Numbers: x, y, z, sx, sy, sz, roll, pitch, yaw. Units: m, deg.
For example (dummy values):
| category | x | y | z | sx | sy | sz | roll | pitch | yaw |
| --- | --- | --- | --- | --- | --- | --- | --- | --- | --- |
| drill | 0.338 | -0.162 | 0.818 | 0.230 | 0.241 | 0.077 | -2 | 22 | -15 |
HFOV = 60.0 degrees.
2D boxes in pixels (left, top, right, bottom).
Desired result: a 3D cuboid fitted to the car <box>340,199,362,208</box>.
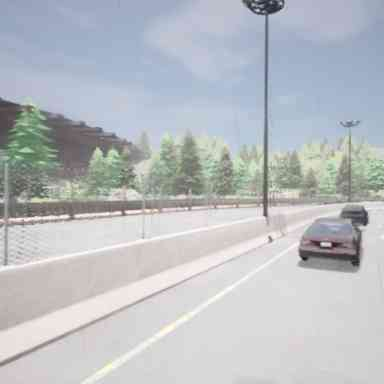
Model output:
| category | x | y | z | sx | sy | sz | roll | pitch | yaw |
| --- | --- | --- | --- | --- | --- | --- | --- | --- | --- |
| car | 29.778 | 2.082 | 62.260 | 4.892 | 1.490 | 1.837 | 0 | 0 | -38 |

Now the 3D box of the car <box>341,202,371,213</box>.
| category | x | y | z | sx | sy | sz | roll | pitch | yaw |
| --- | --- | --- | --- | --- | --- | --- | --- | --- | --- |
| car | 12.912 | 1.756 | 26.331 | 1.837 | 1.490 | 4.892 | 0 | 0 | 30 |

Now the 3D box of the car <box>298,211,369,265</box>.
| category | x | y | z | sx | sy | sz | roll | pitch | yaw |
| --- | --- | --- | --- | --- | --- | --- | --- | --- | --- |
| car | 5.272 | 1.657 | 12.294 | 2.033 | 1.411 | 5.357 | 0 | 0 | 29 |
